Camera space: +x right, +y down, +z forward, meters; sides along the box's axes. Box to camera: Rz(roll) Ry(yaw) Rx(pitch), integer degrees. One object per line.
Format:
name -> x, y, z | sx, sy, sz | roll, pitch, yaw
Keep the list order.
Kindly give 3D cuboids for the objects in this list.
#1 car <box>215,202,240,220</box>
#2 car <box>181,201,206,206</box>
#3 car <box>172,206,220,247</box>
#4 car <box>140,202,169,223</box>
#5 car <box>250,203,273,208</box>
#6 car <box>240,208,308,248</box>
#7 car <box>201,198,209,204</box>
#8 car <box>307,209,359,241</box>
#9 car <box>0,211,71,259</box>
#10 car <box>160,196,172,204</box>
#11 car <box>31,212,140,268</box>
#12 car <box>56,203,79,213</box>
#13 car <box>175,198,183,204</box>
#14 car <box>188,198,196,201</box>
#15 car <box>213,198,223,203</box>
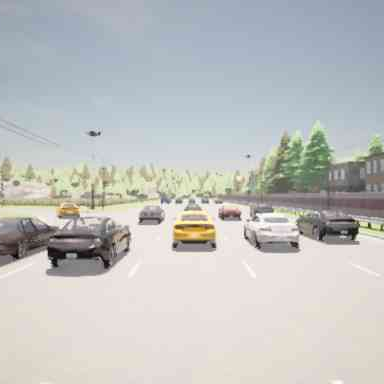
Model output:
car -> 3.600, 1.955, 32.634 | 1.895, 1.301, 4.718 | 0, -1, 0
car -> 0.100, 1.941, 34.753 | 1.994, 1.385, 4.181 | 0, -1, 0
car -> 0.100, 1.652, 16.011 | 1.882, 1.535, 5.008 | 0, -1, 0
car -> -3.399, 1.858, 28.739 | 2.033, 1.411, 5.357 | 0, -1, 0
car -> 7.100, 1.863, 34.173 | 2.128, 1.511, 4.902 | 0, -1, 0
car -> 3.599, 1.696, 15.573 | 1.812, 1.442, 4.674 | 0, -1, 0
car -> 3.500, 2.409, 86.578 | 1.882, 1.535, 5.008 | 0, -1, 0
car -> 7.100, 1.687, 17.927 | 2.128, 1.511, 4.902 | 0, -1, 0
car -> -6.901, 1.688, 13.111 | 2.033, 1.411, 5.357 | 0, -1, 0
car -> -7.000, 2.156, 86.611 | 2.150, 2.045, 5.566 | 0, -1, 0
car -> -3.402, 1.620, 11.826 | 2.128, 1.511, 4.902 | 0, -1, 0
car -> -13.062, 1.854, 34.760 | 1.882, 1.535, 5.008 | 1, -1, -28
car -> -3.500, 2.430, 86.578 | 1.837, 1.490, 4.892 | 0, -1, 0
car -> 0.000, 2.408, 86.578 | 1.882, 1.535, 5.008 | 0, -1, 0
car -> 7.000, 2.456, 86.578 | 2.128, 1.511, 4.902 | 0, -1, 0
